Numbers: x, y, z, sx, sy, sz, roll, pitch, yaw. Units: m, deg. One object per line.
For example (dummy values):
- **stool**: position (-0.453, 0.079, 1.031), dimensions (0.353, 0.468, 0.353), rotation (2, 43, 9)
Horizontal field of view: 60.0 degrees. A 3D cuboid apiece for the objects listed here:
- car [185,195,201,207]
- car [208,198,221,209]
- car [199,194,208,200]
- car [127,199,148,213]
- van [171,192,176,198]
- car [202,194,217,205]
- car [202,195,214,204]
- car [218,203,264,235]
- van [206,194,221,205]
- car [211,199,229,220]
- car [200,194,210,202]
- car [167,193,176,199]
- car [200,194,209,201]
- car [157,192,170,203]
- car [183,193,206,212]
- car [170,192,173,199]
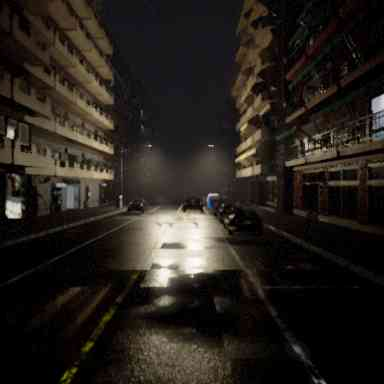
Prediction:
- **car**: position (0.120, 1.273, 47.314), dimensions (2.128, 1.511, 4.902), rotation (0, 0, 0)
- **car**: position (2.691, 1.451, 29.392), dimensions (1.802, 1.307, 4.206), rotation (-1, 0, 0)
- **car**: position (2.715, 1.147, 80.373), dimensions (1.887, 1.381, 4.507), rotation (-1, 0, 0)
- **car**: position (-5.687, 1.393, 35.004), dimensions (2.008, 1.369, 4.403), rotation (-1, 0, 0)
- **van**: position (-5.666, 0.911, 85.986), dimensions (1.690, 1.788, 3.998), rotation (-1, 0, 0)
- **car**: position (2.700, 1.196, 52.049), dimensions (1.967, 1.590, 4.097), rotation (-1, 0, 0)
- **car**: position (2.704, 1.307, 57.714), dimensions (1.802, 1.307, 4.206), rotation (-1, 0, 0)
- **car**: position (2.688, 1.487, 18.062), dimensions (1.947, 1.339, 4.313), rotation (-1, 0, 0)
- **van**: position (2.693, 1.155, 40.719), dimensions (1.690, 1.788, 3.998), rotation (-1, 0, 0)
- **car**: position (2.688, 1.446, 23.727), dimensions (2.008, 1.369, 4.403), rotation (-1, 0, 0)
- **car**: position (2.709, 1.210, 69.043), dimensions (1.887, 1.381, 4.507), rotation (-1, 0, 0)
- **car**: position (-5.660, 1.087, 91.652), dimensions (2.008, 1.369, 4.403), rotation (-1, 0, 0)
- **car**: position (2.712, 1.179, 74.708), dimensions (1.887, 1.381, 4.507), rotation (-1, 0, 0)
- **car**: position (-5.674, 1.222, 63.157), dimensions (1.752, 1.417, 4.829), rotation (-1, 0, 0)
- **car**: position (0.114, 1.190, 35.951), dimensions (2.097, 1.767, 4.553), rotation (0, 0, 0)
- **car**: position (-5.671, 1.231, 68.994), dimensions (1.947, 1.339, 4.313), rotation (-1, 0, 0)
